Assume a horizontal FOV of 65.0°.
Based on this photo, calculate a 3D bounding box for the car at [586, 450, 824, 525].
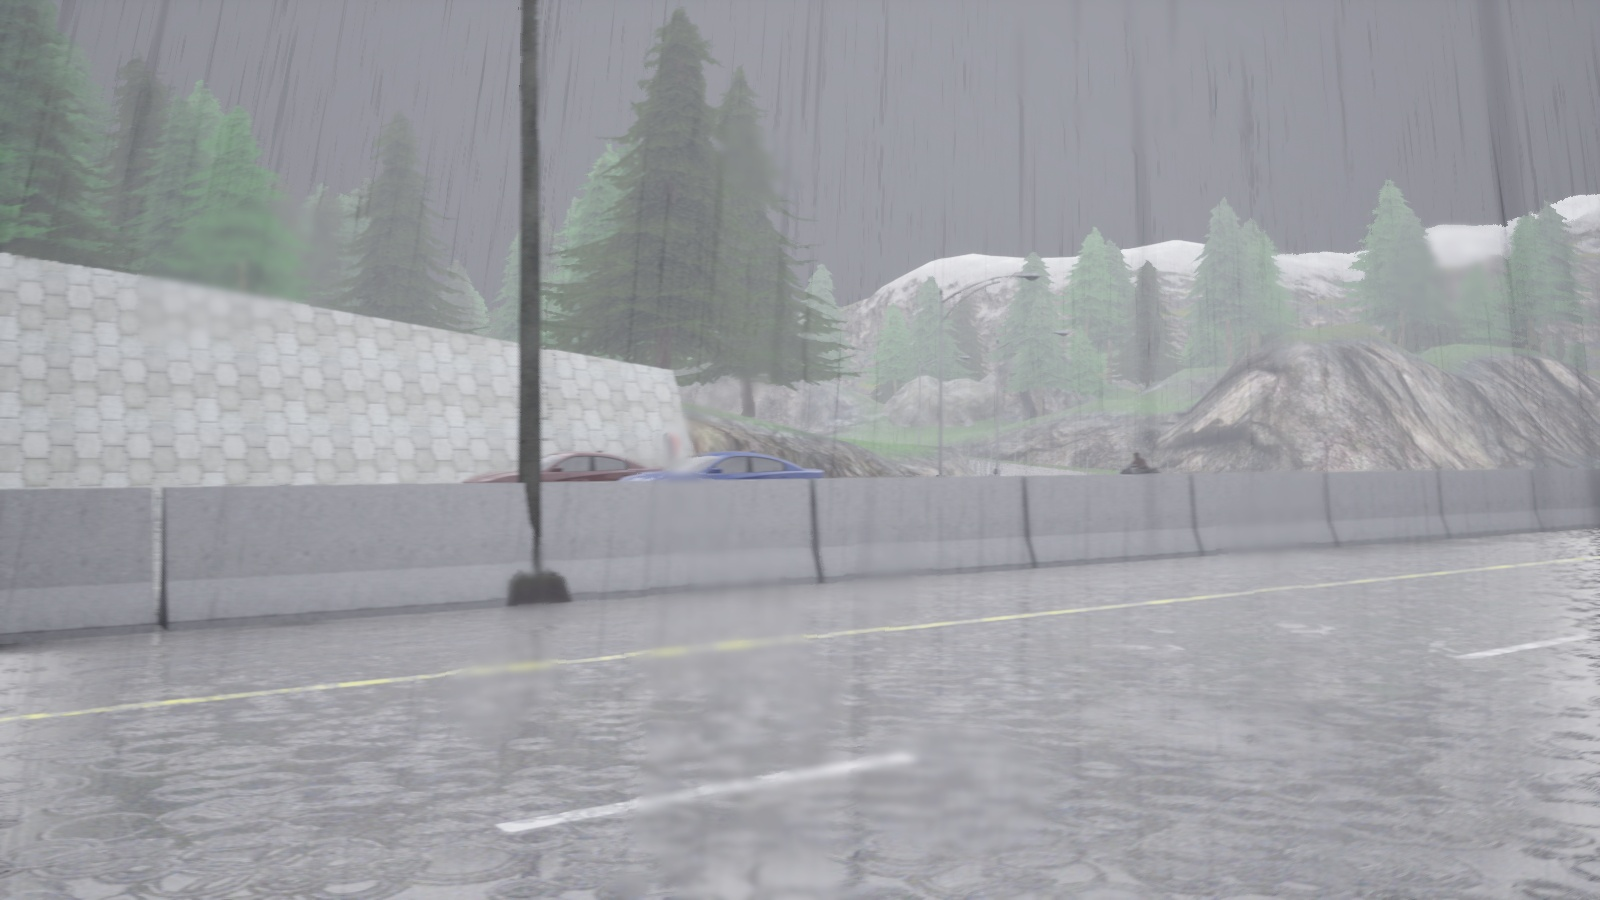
[{"bbox_3d":[-2.044,0.783,27.822,5.008,1.535,1.882,0,0,-35],"label":"car"}]

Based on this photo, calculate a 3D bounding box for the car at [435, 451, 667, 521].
[{"bbox_3d":[-5.785,0.796,29.483,5.008,1.535,1.882,0,0,-35],"label":"car"}]

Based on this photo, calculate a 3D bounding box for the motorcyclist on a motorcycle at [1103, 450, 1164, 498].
[{"bbox_3d":[10.921,0.775,41.112,2.044,1.523,0.797,-1,0,-35],"label":"motorcyclist on a motorcycle"}]
